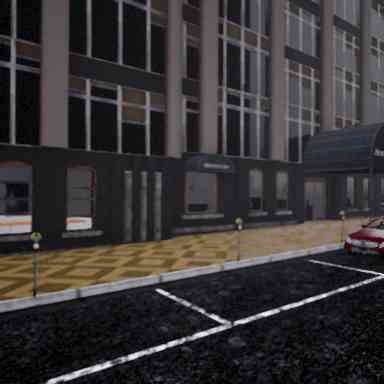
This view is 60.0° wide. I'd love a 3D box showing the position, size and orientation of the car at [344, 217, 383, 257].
[{"bbox_3d":[7.014,1.515,11.546,4.206,1.307,1.802,0,1,-35],"label":"car"}]
